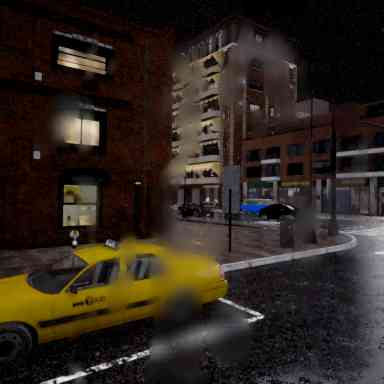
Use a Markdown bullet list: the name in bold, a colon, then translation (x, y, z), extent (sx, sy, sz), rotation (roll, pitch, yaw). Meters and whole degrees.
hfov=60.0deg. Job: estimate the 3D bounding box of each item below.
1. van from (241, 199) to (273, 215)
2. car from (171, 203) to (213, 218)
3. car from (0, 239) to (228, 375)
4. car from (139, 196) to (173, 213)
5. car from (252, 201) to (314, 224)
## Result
- **van**: translation (7.129, 1.656, 36.645), extent (1.690, 1.788, 3.998), rotation (1, -1, -35)
- **car**: translation (0.231, 1.732, 31.886), extent (1.947, 1.339, 4.313), rotation (1, -1, -35)
- **car**: translation (-1.595, 1.526, 5.572), extent (4.829, 1.417, 1.752), rotation (0, 1, -35)
- **car**: translation (-4.838, 1.557, 43.833), extent (2.150, 2.045, 5.566), rotation (1, -1, -34)
- **car**: translation (7.300, 1.655, 26.218), extent (1.812, 1.442, 4.674), rotation (1, -1, -35)
